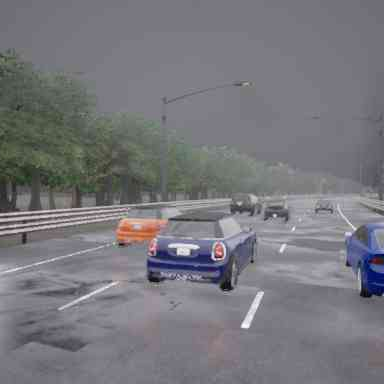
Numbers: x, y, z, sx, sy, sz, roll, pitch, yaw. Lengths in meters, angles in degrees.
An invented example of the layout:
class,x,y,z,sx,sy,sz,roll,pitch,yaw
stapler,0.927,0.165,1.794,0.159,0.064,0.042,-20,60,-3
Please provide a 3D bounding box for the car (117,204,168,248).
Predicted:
class,x,y,z,sx,sy,sz,roll,pitch,yaw
car,-1.339,1.352,14.622,2.097,1.767,4.553,0,0,20

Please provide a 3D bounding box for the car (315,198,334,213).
class,x,y,z,sx,sy,sz,roll,pitch,yaw
car,14.696,1.553,36.939,2.033,1.411,5.357,0,0,22

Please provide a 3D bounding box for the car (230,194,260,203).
class,x,y,z,sx,sy,sz,roll,pitch,yaw
car,5.254,1.218,32.151,2.150,2.045,5.566,0,-1,21

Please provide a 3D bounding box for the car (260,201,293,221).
class,x,y,z,sx,sy,sz,roll,pitch,yaw
car,7.126,1.505,27.301,1.837,1.490,4.892,0,0,21

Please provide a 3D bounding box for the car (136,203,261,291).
class,x,y,z,sx,sy,sz,roll,pitch,yaw
car,0.517,1.352,9.405,2.097,1.767,4.553,0,0,19

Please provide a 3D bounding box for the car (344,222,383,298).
class,x,y,z,sx,sy,sz,roll,pitch,yaw
car,4.968,1.478,8.208,1.882,1.535,5.008,0,0,19

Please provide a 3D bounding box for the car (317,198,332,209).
class,x,y,z,sx,sy,sz,roll,pitch,yaw
car,18.594,1.539,46.536,1.812,1.442,4.674,0,0,24
